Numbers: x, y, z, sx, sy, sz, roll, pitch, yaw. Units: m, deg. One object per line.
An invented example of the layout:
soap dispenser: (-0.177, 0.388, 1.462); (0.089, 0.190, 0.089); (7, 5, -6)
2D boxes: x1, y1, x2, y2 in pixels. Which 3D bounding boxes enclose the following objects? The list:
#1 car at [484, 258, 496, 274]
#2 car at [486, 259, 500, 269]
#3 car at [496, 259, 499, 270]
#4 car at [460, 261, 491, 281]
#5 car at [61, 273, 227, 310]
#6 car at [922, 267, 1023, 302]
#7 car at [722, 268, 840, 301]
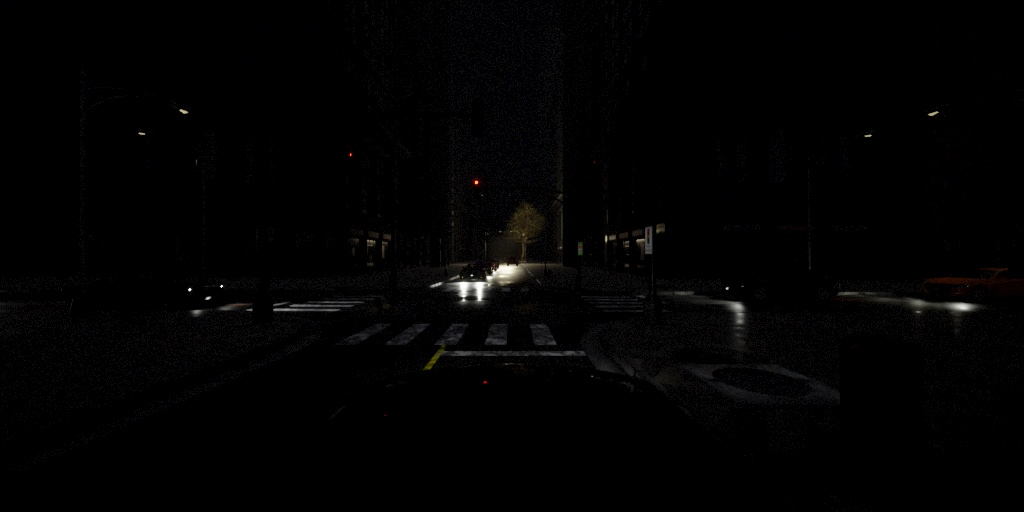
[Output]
car: (-3.093, 1.231, 38.612); (1.882, 1.535, 5.008); (0, 0, 0)
car: (-3.038, 1.267, 58.519); (2.128, 1.511, 4.902); (0, 0, 0)
car: (-3.080, 1.115, 48.257); (2.097, 1.767, 4.553); (0, 0, 0)
car: (-3.094, 1.314, 29.542); (1.994, 1.385, 4.181); (0, 0, 0)
car: (-13.897, 1.303, 13.786); (4.718, 1.301, 1.895); (0, 0, 0)
car: (22.543, 1.299, 16.941); (5.008, 1.535, 1.882); (0, 0, 0)
car: (12.588, 1.296, 16.949); (4.892, 1.490, 1.837); (0, 0, 0)
